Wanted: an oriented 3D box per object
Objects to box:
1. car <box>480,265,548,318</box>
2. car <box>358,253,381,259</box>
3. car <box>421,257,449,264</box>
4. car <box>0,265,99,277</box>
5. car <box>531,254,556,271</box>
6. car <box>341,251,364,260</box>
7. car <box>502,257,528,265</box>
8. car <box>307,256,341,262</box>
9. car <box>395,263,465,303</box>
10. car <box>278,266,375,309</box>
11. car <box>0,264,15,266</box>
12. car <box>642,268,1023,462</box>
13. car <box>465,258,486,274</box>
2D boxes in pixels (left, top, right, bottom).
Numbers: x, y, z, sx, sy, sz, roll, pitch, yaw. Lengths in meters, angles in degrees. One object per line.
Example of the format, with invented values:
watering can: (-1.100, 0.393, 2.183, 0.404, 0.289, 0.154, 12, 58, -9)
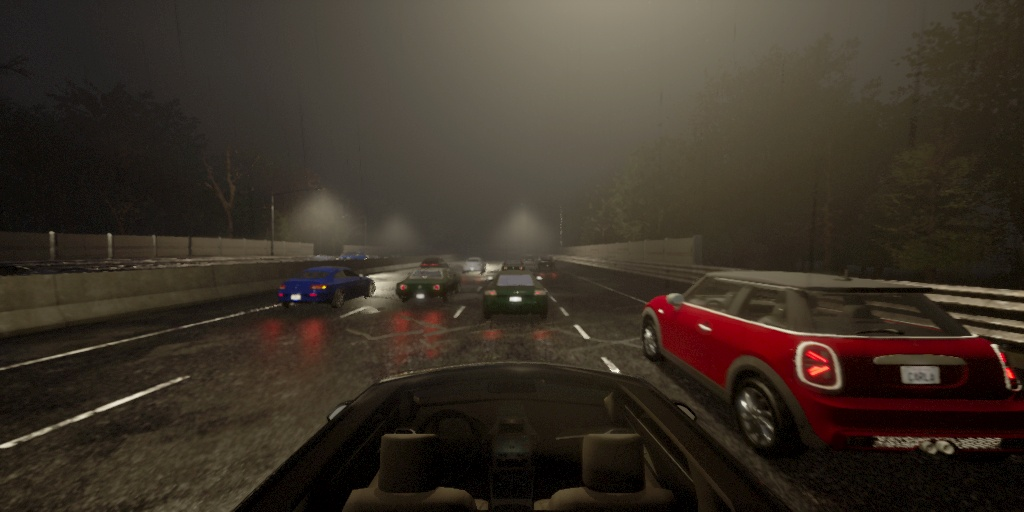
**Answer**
car: (0.104, 1.175, 12.232, 1.994, 1.385, 4.181, 0, 1, 0)
car: (-21.047, 0.678, 54.382, 1.895, 1.301, 4.718, 0, 1, 1)
car: (-6.894, 0.862, 32.059, 1.837, 1.490, 4.892, 0, 1, 0)
car: (-17.596, 1.156, 13.724, 1.994, 1.385, 4.181, 0, 1, 0)
car: (3.508, 0.724, 37.851, 2.128, 1.511, 4.902, 0, 1, 0)
car: (-24.531, 0.285, 55.392, 2.150, 2.045, 5.566, 0, 1, 1)
car: (0.109, 0.976, 30.579, 1.895, 1.301, 4.718, 0, 1, 0)
car: (-28.030, 0.641, 53.092, 2.033, 1.411, 5.357, 0, 1, 1)
car: (-3.394, 1.169, 15.524, 1.895, 1.301, 4.718, 0, 1, 0)
car: (-6.897, 1.117, 13.747, 1.812, 1.442, 4.674, 0, 1, 0)
car: (-21.096, 1.094, 13.938, 1.837, 1.490, 4.892, 0, 1, 0)
car: (3.521, 0.990, 5.151, 2.097, 1.767, 4.553, 0, 1, 2)
car: (-3.407, 0.869, 33.126, 1.812, 1.442, 4.674, 0, 1, 0)
